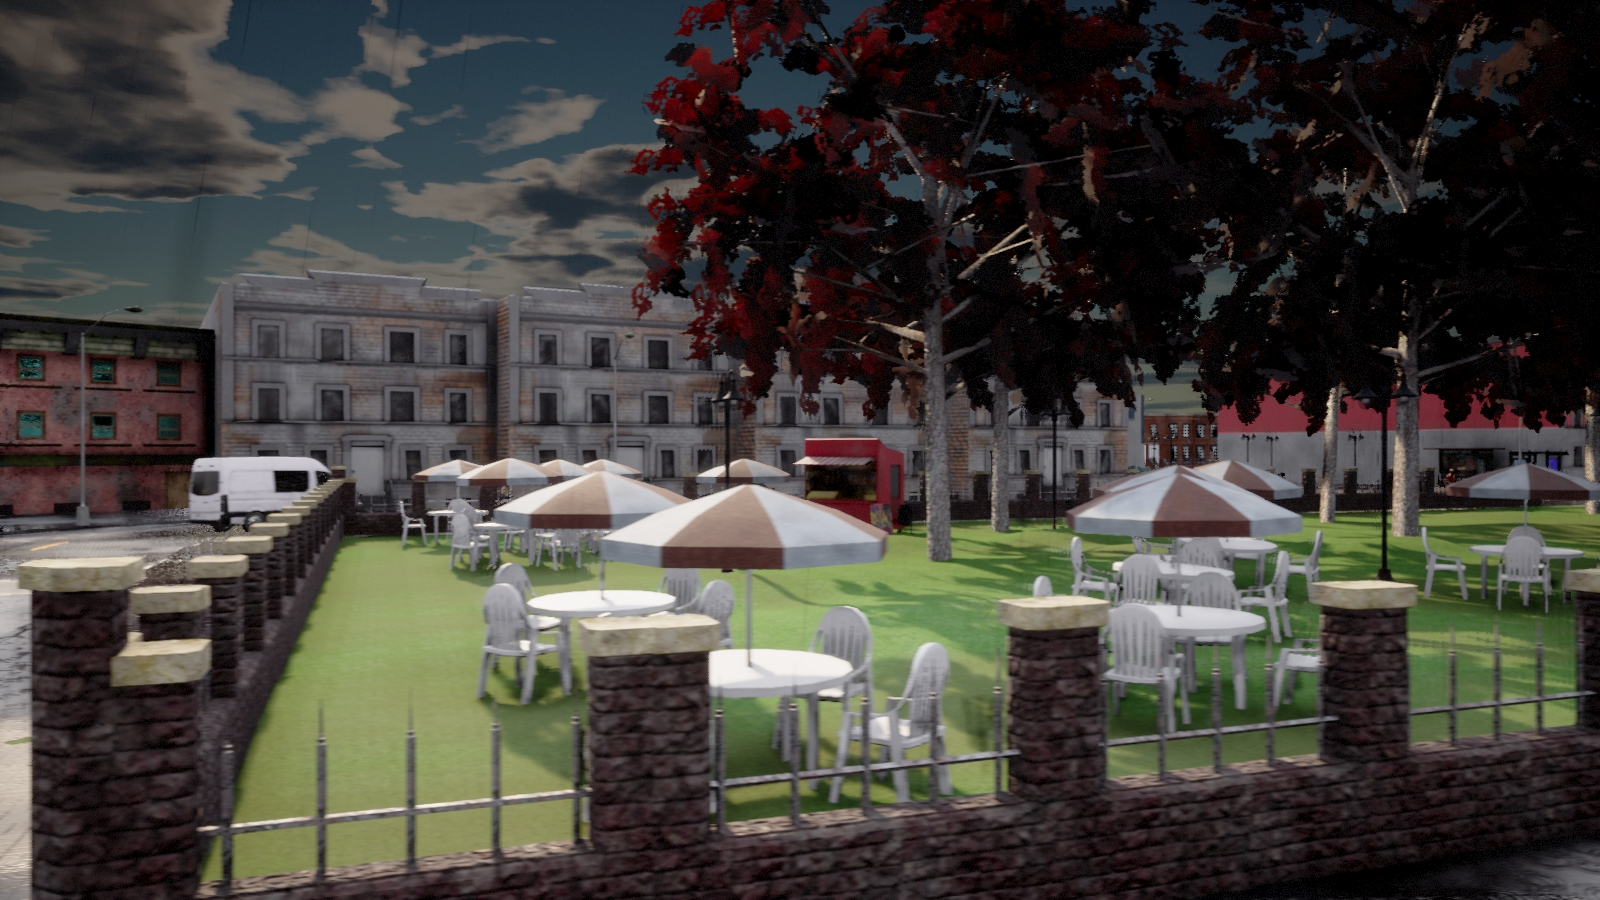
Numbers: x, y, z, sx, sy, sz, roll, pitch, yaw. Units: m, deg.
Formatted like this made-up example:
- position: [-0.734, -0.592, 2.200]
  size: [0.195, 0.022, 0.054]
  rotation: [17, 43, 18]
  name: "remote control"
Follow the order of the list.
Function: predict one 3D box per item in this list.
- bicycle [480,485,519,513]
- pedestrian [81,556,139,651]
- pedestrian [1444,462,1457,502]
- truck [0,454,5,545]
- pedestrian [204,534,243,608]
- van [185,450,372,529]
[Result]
- position: [-12.467, 2.033, 47.422]
  size: [1.487, 1.080, 0.859]
  rotation: [0, 0, -20]
  name: "bicycle"
- position: [-8.573, 1.899, 14.209]
  size: [0.500, 1.100, 0.500]
  rotation: [0, 0, -14]
  name: "pedestrian"
- position: [30.646, 1.499, 53.814]
  size: [0.375, 1.860, 0.375]
  rotation: [0, 0, -20]
  name: "pedestrian"
- position: [-22.213, 1.353, 28.622]
  size: [2.627, 2.467, 5.204]
  rotation: [0, 0, -22]
  name: "truck"
- position: [-9.105, 1.905, 18.051]
  size: [0.500, 1.100, 0.500]
  rotation: [0, 0, -20]
  name: "pedestrian"
- position: [-18.241, 1.317, 40.342]
  size: [1.988, 2.561, 5.915]
  rotation: [-2, -1, 30]
  name: "van"
